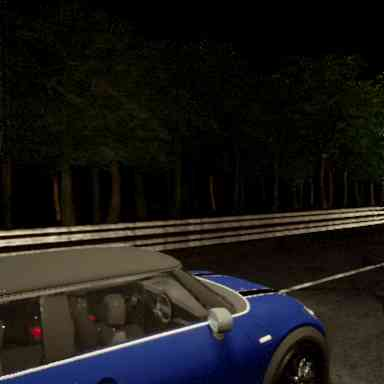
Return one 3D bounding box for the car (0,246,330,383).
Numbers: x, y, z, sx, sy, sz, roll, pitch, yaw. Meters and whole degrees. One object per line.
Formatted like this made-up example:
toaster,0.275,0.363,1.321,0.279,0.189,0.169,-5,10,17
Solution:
car,-0.688,1.350,3.256,4.553,1.767,2.097,0,0,-35
